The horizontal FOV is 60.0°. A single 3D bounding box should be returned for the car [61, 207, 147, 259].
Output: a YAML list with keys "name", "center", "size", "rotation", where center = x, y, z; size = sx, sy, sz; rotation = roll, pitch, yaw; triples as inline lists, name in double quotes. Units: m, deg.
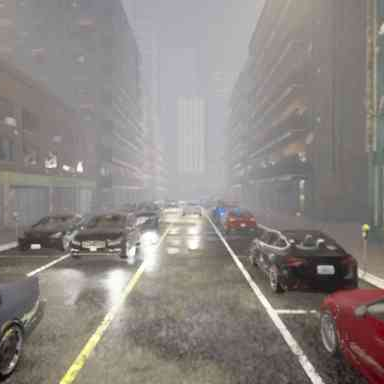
- name: "car"
  center: [-3.094, 1.557, 12.872]
  size: [1.837, 1.490, 4.892]
  rotation: [0, 0, 0]

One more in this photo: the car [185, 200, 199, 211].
- name: "car"
  center: [0.049, 1.794, 45.894]
  size: [1.895, 1.301, 4.718]
  rotation: [0, 0, 1]

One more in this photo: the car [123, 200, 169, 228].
- name: "car"
  center: [-3.079, 1.587, 23.316]
  size: [2.128, 1.511, 4.902]
  rotation: [0, 0, 0]

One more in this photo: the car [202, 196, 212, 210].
- name: "car"
  center: [2.701, 1.726, 47.588]
  size: [1.752, 1.417, 4.829]
  rotation: [0, 0, 0]

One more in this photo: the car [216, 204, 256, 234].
- name: "car"
  center: [2.691, 1.626, 19.802]
  size: [1.887, 1.381, 4.507]
  rotation: [0, 0, 0]

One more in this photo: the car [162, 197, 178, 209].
- name: "car"
  center: [-2.980, 1.825, 49.663]
  size: [2.033, 1.411, 5.357]
  rotation: [0, 0, 0]

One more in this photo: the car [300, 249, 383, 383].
- name: "car"
  center: [2.685, 1.595, 3.232]
  size: [1.802, 1.307, 4.206]
  rotation: [0, 0, 0]

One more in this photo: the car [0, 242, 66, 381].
- name: "car"
  center: [-3.101, 1.559, 2.739]
  size: [2.033, 1.411, 5.357]
  rotation: [0, 0, 0]

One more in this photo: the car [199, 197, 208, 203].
- name: "car"
  center: [2.715, 1.904, 80.558]
  size: [2.008, 1.369, 4.403]
  rotation: [-1, 0, 0]

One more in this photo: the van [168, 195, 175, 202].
- name: "van"
  center: [-5.664, 1.746, 91.623]
  size: [1.690, 1.788, 3.998]
  rotation: [0, 0, 0]

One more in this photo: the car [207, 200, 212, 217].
- name: "car"
  center: [2.695, 1.694, 30.849]
  size: [1.947, 1.339, 4.313]
  rotation: [0, 0, 0]

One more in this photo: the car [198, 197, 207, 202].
- name: "car"
  center: [2.717, 1.930, 86.082]
  size: [2.008, 1.369, 4.403]
  rotation: [-1, 0, 0]

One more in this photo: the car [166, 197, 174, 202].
- name: "car"
  center: [-5.664, 1.924, 86.099]
  size: [1.887, 1.381, 4.507]
  rotation: [0, 0, 0]

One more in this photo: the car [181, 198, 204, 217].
- name: "car"
  center: [0.015, 1.663, 33.113]
  size: [1.812, 1.442, 4.674]
  rotation: [0, 0, 0]

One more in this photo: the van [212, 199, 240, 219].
- name: "van"
  center: [2.691, 1.445, 25.326]
  size: [1.690, 1.788, 3.998]
  rotation: [0, 0, 0]

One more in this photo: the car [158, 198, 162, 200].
- name: "car"
  center: [-5.675, 1.774, 58.312]
  size: [1.752, 1.417, 4.829]
  rotation: [0, 0, 0]

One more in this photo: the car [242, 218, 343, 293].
- name: "car"
  center: [2.687, 1.602, 8.755]
  size: [1.947, 1.339, 4.313]
  rotation: [0, 0, 0]

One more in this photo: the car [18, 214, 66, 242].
- name: "car"
  center: [-5.692, 1.624, 14.294]
  size: [1.947, 1.339, 4.313]
  rotation: [0, 0, 0]

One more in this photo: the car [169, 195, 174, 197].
- name: "car"
  center: [-5.668, 1.892, 75.051]
  size: [1.947, 1.339, 4.313]
  rotation: [0, 0, 0]
